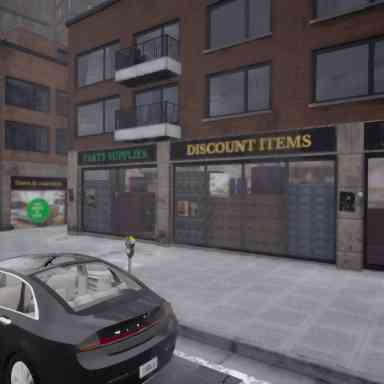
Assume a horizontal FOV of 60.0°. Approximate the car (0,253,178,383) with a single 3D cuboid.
[{"bbox_3d":[-2.215,1.550,4.664,4.403,1.369,2.008,0,1,36],"label":"car"}]
